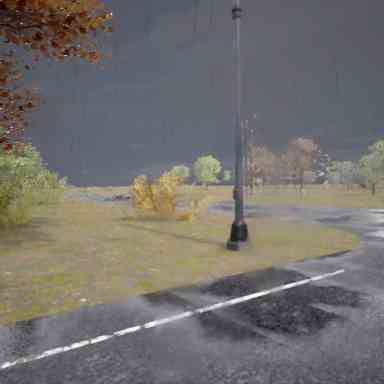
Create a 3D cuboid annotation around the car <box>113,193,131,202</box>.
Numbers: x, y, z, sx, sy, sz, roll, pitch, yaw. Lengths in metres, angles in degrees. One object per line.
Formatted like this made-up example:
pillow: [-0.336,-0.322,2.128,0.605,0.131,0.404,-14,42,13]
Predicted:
car: [-10.266,0.759,50.324,1.895,1.301,4.718,-2,2,-35]
